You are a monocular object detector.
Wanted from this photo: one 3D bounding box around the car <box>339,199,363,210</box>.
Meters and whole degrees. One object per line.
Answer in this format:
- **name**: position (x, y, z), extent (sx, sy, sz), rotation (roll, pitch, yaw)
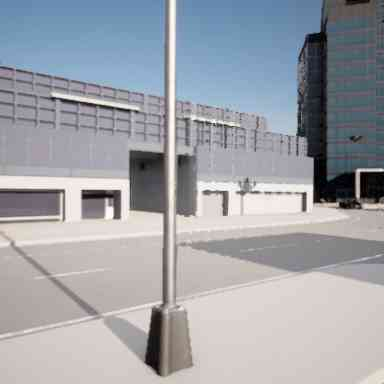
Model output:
- **car**: position (23.330, 1.831, 48.998), extent (1.837, 1.490, 4.892), rotation (1, 0, 3)
